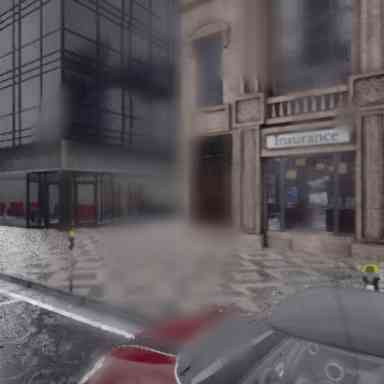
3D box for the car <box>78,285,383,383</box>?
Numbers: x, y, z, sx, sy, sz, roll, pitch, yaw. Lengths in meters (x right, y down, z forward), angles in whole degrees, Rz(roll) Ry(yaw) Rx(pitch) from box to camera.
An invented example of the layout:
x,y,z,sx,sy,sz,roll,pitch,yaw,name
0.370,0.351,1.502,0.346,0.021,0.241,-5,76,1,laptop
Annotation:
x,y,z,sx,sy,sz,roll,pitch,yaw,name
0.972,1.440,2.275,4.097,1.590,1.967,0,0,36,car
